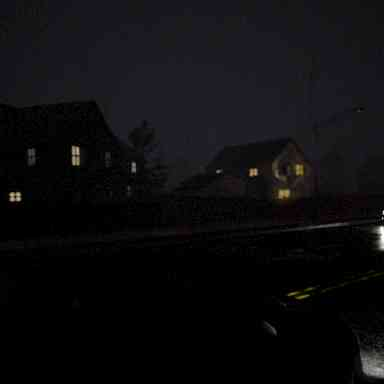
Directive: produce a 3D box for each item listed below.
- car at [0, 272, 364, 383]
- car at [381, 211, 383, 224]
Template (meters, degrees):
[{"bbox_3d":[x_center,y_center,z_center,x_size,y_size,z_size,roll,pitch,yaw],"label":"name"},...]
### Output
[{"bbox_3d":[-0.138,1.559,3.339,4.181,1.385,1.994,0,0,-35],"label":"car"},{"bbox_3d":[14.465,1.275,21.962,4.553,1.767,2.097,0,0,-35],"label":"car"}]
